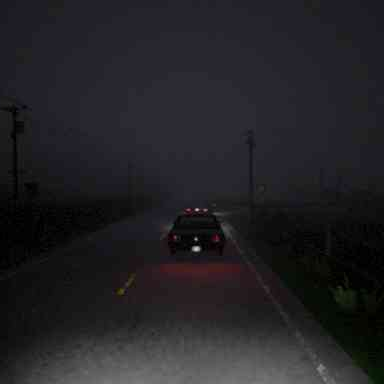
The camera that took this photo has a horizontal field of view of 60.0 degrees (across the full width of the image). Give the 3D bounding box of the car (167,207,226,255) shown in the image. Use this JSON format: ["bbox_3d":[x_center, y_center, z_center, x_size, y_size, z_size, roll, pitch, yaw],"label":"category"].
[{"bbox_3d":[0.197,1.478,12.693,1.895,1.301,4.718,0,1,2],"label":"car"}]

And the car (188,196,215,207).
[{"bbox_3d":[0.722,1.297,26.108,2.033,1.411,5.357,0,1,9],"label":"car"}]

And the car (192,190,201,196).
[{"bbox_3d":[1.064,0.459,78.747,2.150,2.045,5.566,0,1,0],"label":"car"}]

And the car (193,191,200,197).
[{"bbox_3d":[1.142,0.482,89.275,1.837,1.490,4.892,0,1,0],"label":"car"}]
